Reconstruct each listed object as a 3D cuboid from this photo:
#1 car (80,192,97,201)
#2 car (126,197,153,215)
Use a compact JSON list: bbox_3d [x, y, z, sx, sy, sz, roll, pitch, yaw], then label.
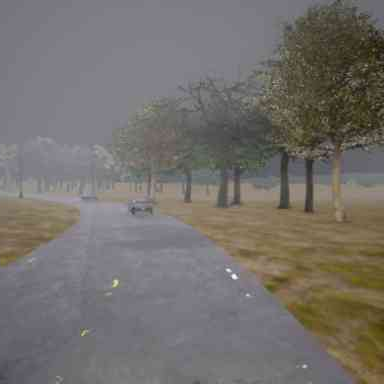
[{"bbox_3d":[-17.557,0.740,56.565,2.128,1.511,4.902,-1,1,-33],"label":"car"},{"bbox_3d":[-4.815,1.193,30.251,2.128,1.511,4.902,-1,1,-18],"label":"car"}]
